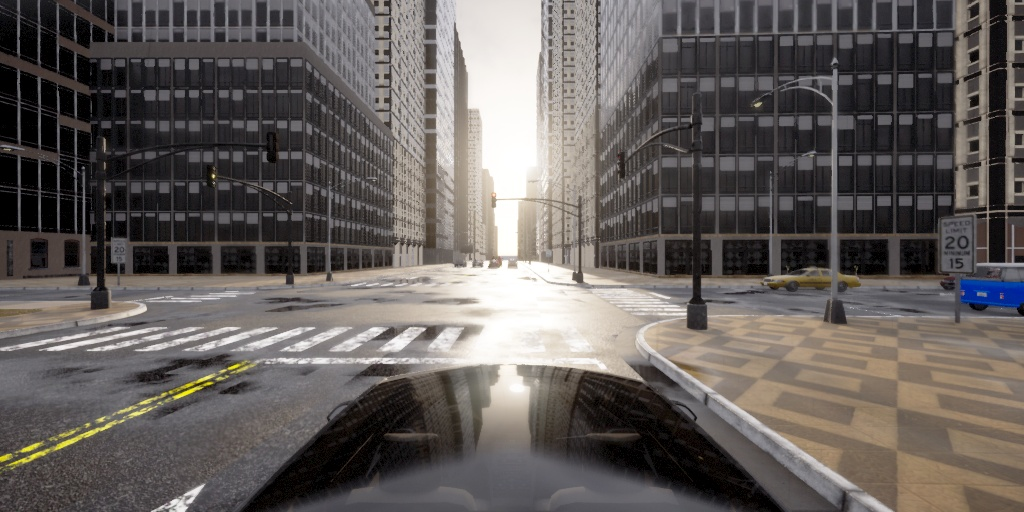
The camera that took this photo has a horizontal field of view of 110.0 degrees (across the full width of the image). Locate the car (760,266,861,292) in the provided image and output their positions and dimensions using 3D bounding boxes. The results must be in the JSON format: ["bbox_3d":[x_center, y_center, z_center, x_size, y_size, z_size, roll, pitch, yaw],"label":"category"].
[{"bbox_3d":[17.124,1.293,20.719,4.829,1.417,1.751,0,0,2],"label":"car"}]

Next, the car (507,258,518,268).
[{"bbox_3d":[0.124,1.408,63.338,2.033,1.411,5.357,0,0,0],"label":"car"}]

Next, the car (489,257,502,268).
[{"bbox_3d":[-3.126,1.386,63.344,1.812,1.442,4.674,0,0,0],"label":"car"}]

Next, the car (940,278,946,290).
[{"bbox_3d":[26.958,1.356,20.214,4.207,1.307,1.802,0,0,2],"label":"car"}]

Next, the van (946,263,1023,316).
[{"bbox_3d":[18.378,1.119,12.544,3.998,1.789,1.690,0,0,2],"label":"van"}]
